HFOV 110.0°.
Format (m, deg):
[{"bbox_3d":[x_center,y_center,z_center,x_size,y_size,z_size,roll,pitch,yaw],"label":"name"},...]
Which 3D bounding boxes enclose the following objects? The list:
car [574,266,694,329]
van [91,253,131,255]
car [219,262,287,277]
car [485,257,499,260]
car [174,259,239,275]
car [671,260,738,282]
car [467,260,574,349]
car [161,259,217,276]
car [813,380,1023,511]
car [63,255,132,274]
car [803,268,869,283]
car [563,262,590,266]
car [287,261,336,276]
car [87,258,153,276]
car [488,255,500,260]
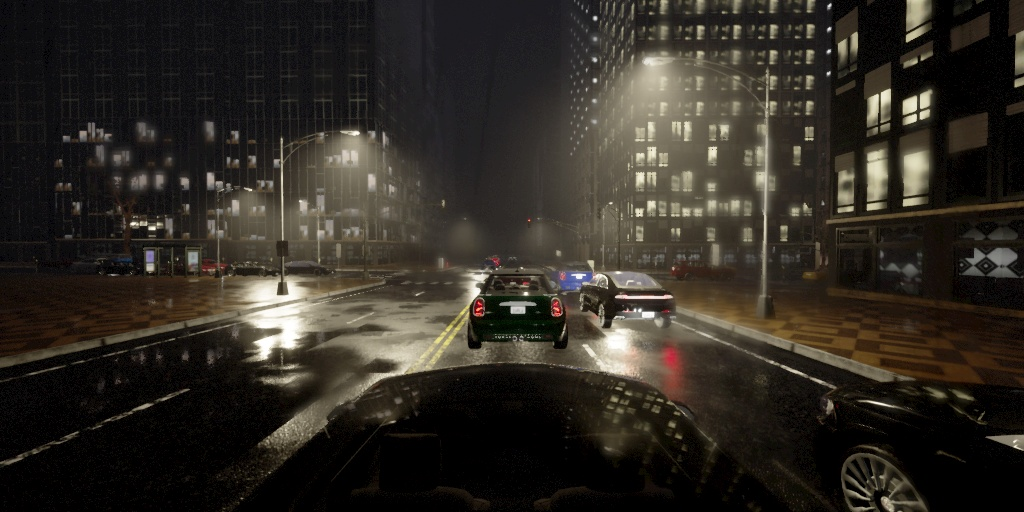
[{"bbox_3d":[3.364,1.237,11.280,2.128,1.511,4.902,0,0,0],"label":"car"},{"bbox_3d":[-45.231,0.605,40.353,3.998,1.789,1.690,0,0,1],"label":"van"},{"bbox_3d":[-22.689,1.173,31.353,4.313,1.339,1.948,0,0,1],"label":"car"},{"bbox_3d":[-3.275,1.241,50.808,1.812,1.442,4.674,0,0,0],"label":"car"},{"bbox_3d":[-29.067,1.031,34.199,4.674,1.442,1.812,1,1,1],"label":"car"},{"bbox_3d":[16.236,1.269,30.769,5.009,1.841,2.192,0,0,1],"label":"car"},{"bbox_3d":[0.111,1.099,9.306,2.097,1.767,4.553,0,0,0],"label":"car"},{"bbox_3d":[-28.372,1.138,31.494,4.207,1.307,1.802,0,0,1],"label":"car"},{"bbox_3d":[3.344,1.242,0.888,2.128,1.511,4.902,0,0,0],"label":"car"},{"bbox_3d":[-39.427,0.937,34.431,4.674,1.442,1.812,0,1,2],"label":"car"},{"bbox_3d":[27.684,1.579,30.555,4.829,1.417,1.751,0,0,1],"label":"car"},{"bbox_3d":[3.377,1.092,20.122,2.097,1.767,4.553,0,0,0],"label":"car"},{"bbox_3d":[-19.660,1.139,33.980,5.357,1.411,2.033,0,1,0],"label":"car"},{"bbox_3d":[-34.053,1.069,31.676,4.313,1.339,1.948,0,0,1],"label":"car"},{"bbox_3d":[-3.243,0.925,61.032,2.150,2.045,5.566,0,0,0],"label":"car"}]
